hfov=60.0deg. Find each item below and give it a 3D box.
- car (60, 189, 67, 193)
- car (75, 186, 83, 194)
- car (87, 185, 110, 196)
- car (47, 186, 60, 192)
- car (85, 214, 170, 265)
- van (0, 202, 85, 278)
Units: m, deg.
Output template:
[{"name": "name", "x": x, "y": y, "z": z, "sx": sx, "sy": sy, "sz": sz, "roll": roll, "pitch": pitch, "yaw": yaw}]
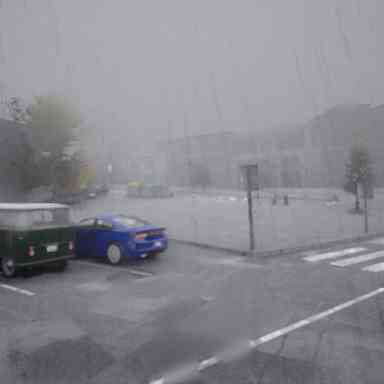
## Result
[{"name": "car", "x": -20.361, "y": -0.568, "z": 58.388, "sx": 2.002, "sy": 1.452, "sz": 4.674, "roll": 0, "pitch": 6, "yaw": 13}, {"name": "car", "x": -17.872, "y": -0.484, "z": 56.790, "sx": 2.231, "sy": 1.521, "sz": 4.892, "roll": 1, "pitch": 6, "yaw": 14}, {"name": "car", "x": -15.417, "y": -0.324, "z": 55.132, "sx": 2.163, "sy": 1.488, "sz": 4.792, "roll": 1, "pitch": 6, "yaw": 14}, {"name": "car", "x": -25.369, "y": -0.969, "z": 61.473, "sx": 2.185, "sy": 1.767, "sz": 4.553, "roll": 0, "pitch": 5, "yaw": 12}, {"name": "car", "x": -3.132, "y": 1.557, "z": 12.053, "sx": 5.008, "sy": 1.535, "sz": 2.097, "roll": -1, "pitch": -1, "yaw": 34}, {"name": "van", "x": -5.645, "y": 1.320, "z": 10.339, "sx": 4.442, "sy": 1.987, "sz": 1.878, "roll": -1, "pitch": -1, "yaw": 34}]
